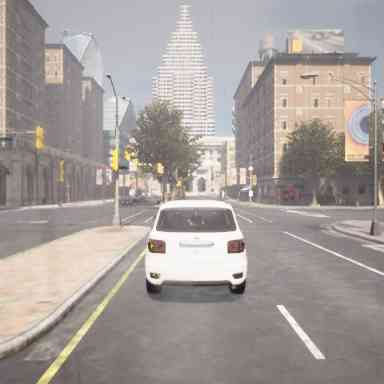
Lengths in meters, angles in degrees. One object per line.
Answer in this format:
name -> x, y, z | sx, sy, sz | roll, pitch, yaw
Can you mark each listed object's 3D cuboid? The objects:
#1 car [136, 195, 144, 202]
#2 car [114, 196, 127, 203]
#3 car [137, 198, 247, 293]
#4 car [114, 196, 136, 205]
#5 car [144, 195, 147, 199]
car -> -11.694, 1.591, 68.516 | 1.895, 1.301, 4.718 | 0, 0, 0
car -> -14.947, 1.585, 69.840 | 1.895, 1.301, 4.718 | 0, 0, 0
car -> 0.078, 1.220, 8.997 | 2.150, 2.045, 5.566 | 0, 0, 0
car -> -11.720, 1.496, 58.462 | 1.837, 1.490, 4.892 | 0, 0, 0
car -> -11.723, 1.489, 78.698 | 1.837, 1.490, 4.892 | 0, 0, 0
